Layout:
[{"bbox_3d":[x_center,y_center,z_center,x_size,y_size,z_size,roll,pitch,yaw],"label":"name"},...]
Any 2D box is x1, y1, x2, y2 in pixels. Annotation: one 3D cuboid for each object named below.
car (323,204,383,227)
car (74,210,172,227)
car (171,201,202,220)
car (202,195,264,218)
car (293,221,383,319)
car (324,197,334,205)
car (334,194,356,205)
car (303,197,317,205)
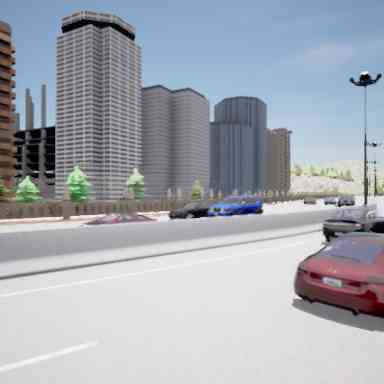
[{"bbox_3d":[7.780,1.523,15.355,4.902,1.511,2.128,0,0,-44],"label":"car"},{"bbox_3d":[-3.306,1.619,15.012,4.181,1.385,1.994,0,0,-40],"label":"car"},{"bbox_3d":[0.241,1.565,27.913,1.882,1.535,5.008,0,0,42],"label":"car"},{"bbox_3d":[3.605,1.296,26.377,2.150,2.045,5.566,0,0,42],"label":"car"},{"bbox_3d":[4.050,1.579,7.248,4.181,1.385,1.994,0,0,-40],"label":"car"},{"bbox_3d":[24.967,1.676,59.914,2.033,1.411,5.357,0,0,29],"label":"car"},{"bbox_3d":[22.000,1.319,47.213,2.150,2.045,5.566,0,0,29],"label":"car"},{"bbox_3d":[21.880,1.644,61.569,1.837,1.490,4.892,0,0,29],"label":"car"}]
